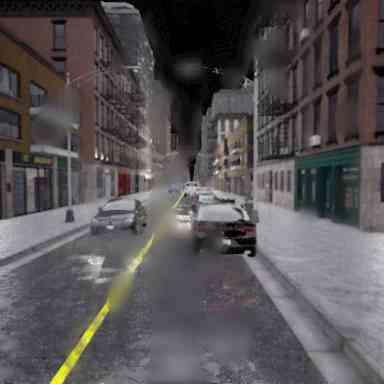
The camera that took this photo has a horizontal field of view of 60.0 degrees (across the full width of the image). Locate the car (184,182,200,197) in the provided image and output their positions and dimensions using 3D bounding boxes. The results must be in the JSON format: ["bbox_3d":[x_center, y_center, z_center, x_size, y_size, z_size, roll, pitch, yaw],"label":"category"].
[{"bbox_3d":[0.013,-0.404,48.172,2.150,2.045,5.566,0,2,1],"label":"car"}]

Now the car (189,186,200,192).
[{"bbox_3d":[0.903,0.533,27.166,1.882,1.535,5.008,0,2,0],"label":"car"}]

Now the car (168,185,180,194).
[{"bbox_3d":[-3.044,-0.441,57.560,1.882,1.535,5.008,0,2,1],"label":"car"}]

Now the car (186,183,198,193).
[{"bbox_3d":[0.005,-0.708,62.147,2.097,1.767,4.553,0,2,0],"label":"car"}]

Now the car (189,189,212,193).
[{"bbox_3d":[0.902,0.783,21.171,1.812,1.442,4.674,0,2,0],"label":"car"}]

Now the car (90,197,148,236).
[{"bbox_3d":[-3.086,0.999,14.865,1.812,1.442,4.674,0,2,0],"label":"car"}]

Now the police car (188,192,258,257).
[{"bbox_3d":[0.901,1.023,11.282,1.930,1.638,5.238,0,2,0],"label":"police car"}]
